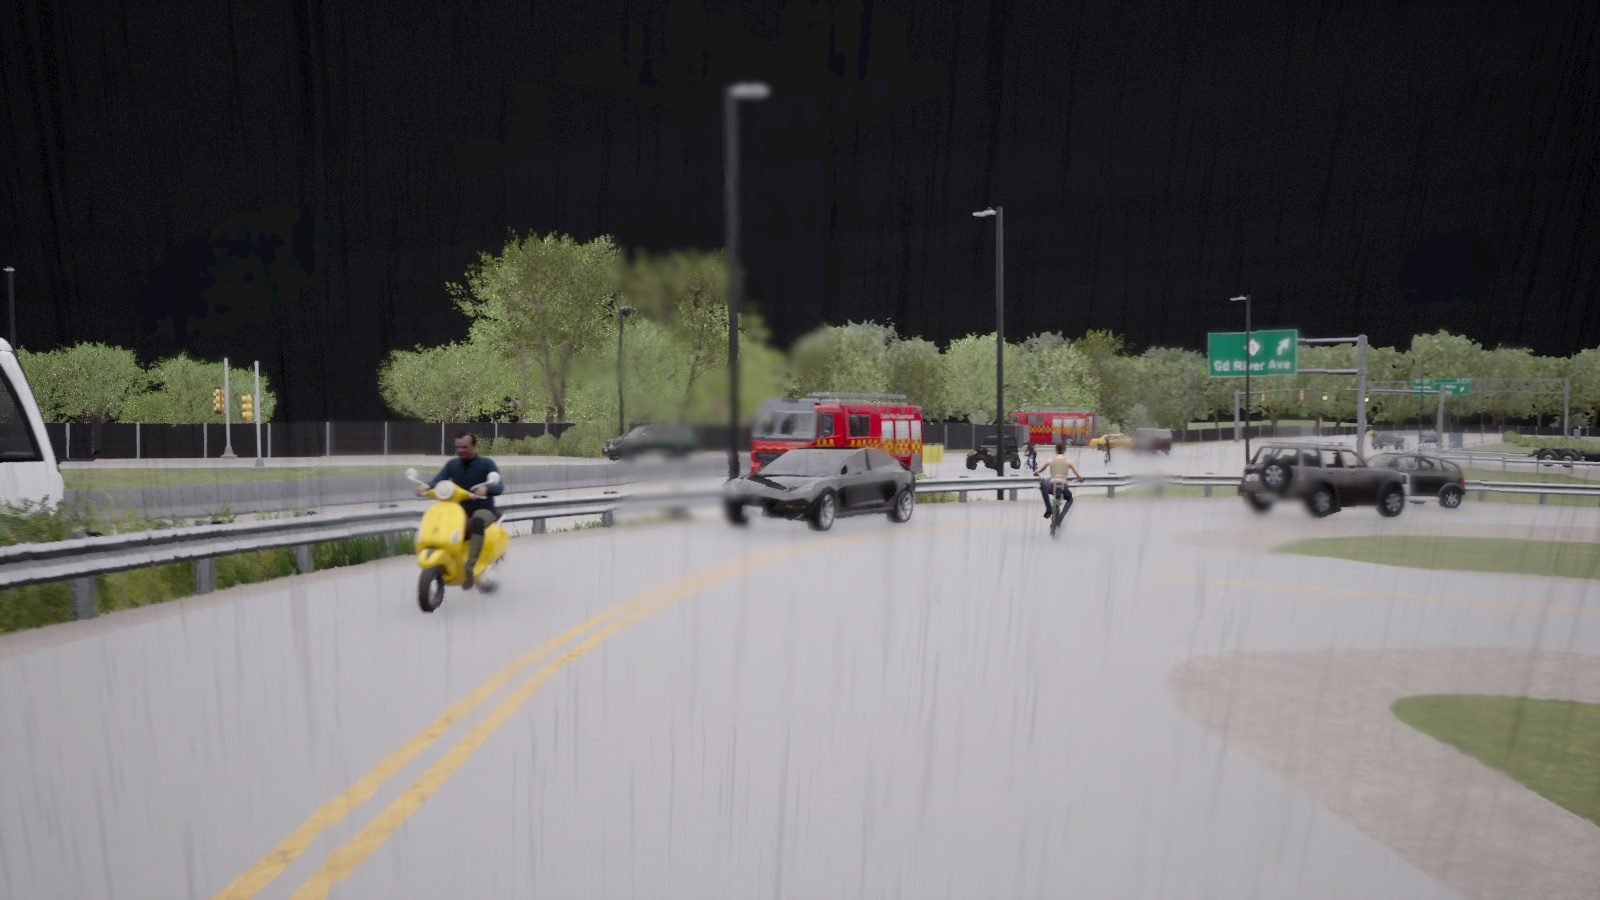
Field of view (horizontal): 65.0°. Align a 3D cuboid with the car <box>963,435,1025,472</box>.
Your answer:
[{"bbox_3d":[10.697,0.163,68.938,1.905,1.878,3.866,1,2,34],"label":"car"}]

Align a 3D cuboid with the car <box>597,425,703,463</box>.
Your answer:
[{"bbox_3d":[-8.488,-0.352,71.353,5.566,2.045,2.150,0,2,-32],"label":"car"}]

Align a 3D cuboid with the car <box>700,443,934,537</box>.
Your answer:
[{"bbox_3d":[0.451,0.659,23.047,2.163,1.488,4.792,1,0,31],"label":"car"}]

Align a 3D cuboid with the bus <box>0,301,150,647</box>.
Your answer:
[{"bbox_3d":[-13.298,0.326,13.790,3.944,4.253,10.273,1,2,34],"label":"bus"}]

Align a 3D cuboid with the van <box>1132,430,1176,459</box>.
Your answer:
[{"bbox_3d":[25.901,-0.434,91.807,1.775,1.987,4.442,1,2,34],"label":"van"}]

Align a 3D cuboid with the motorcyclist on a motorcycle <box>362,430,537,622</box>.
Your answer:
[{"bbox_3d":[-3.136,0.626,11.448,0.866,1.590,1.817,1,1,8],"label":"motorcyclist on a motorcycle"}]

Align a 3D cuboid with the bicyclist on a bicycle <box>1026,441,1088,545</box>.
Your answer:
[{"bbox_3d":[4.249,0.688,20.801,0.866,1.612,1.509,4,0,11],"label":"bicyclist on a bicycle"}]

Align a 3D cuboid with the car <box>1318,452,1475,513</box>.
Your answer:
[{"bbox_3d":[17.333,0.928,36.545,3.705,1.549,1.789,2,2,-10],"label":"car"}]

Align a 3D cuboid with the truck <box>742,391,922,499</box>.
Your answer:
[{"bbox_3d":[1.433,-0.292,48.634,2.891,3.827,8.468,1,2,34],"label":"truck"}]

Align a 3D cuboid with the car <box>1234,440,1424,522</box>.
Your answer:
[{"bbox_3d":[13.083,0.758,31.002,4.605,1.855,1.932,2,1,-32],"label":"car"}]
